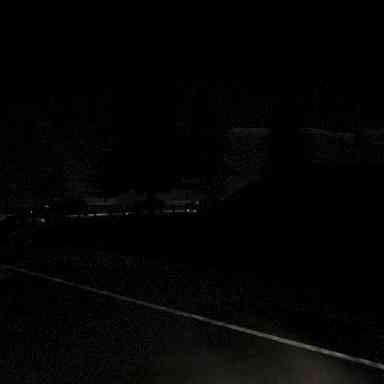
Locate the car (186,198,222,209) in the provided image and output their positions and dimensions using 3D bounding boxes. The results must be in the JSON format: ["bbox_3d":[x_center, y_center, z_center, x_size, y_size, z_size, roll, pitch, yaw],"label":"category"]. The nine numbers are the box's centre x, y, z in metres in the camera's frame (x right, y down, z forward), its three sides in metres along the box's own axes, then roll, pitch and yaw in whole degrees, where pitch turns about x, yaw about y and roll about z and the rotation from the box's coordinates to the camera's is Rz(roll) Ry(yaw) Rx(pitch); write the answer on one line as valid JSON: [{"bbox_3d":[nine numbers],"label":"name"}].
[{"bbox_3d":[1.668,1.514,45.751,4.718,1.301,1.895,0,0,-35],"label":"car"}]

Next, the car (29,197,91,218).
[{"bbox_3d":[-11.353,1.260,29.351,2.097,1.767,4.553,0,0,41],"label":"car"}]

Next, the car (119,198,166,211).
[{"bbox_3d":[-5.898,1.448,39.863,5.357,1.411,2.033,0,0,-42],"label":"car"}]

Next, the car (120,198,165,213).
[{"bbox_3d":[-5.147,1.406,35.766,4.902,1.511,2.128,0,0,-42],"label":"car"}]

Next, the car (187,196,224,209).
[{"bbox_3d":[1.779,1.276,41.503,4.553,1.767,2.097,0,0,-35],"label":"car"}]
